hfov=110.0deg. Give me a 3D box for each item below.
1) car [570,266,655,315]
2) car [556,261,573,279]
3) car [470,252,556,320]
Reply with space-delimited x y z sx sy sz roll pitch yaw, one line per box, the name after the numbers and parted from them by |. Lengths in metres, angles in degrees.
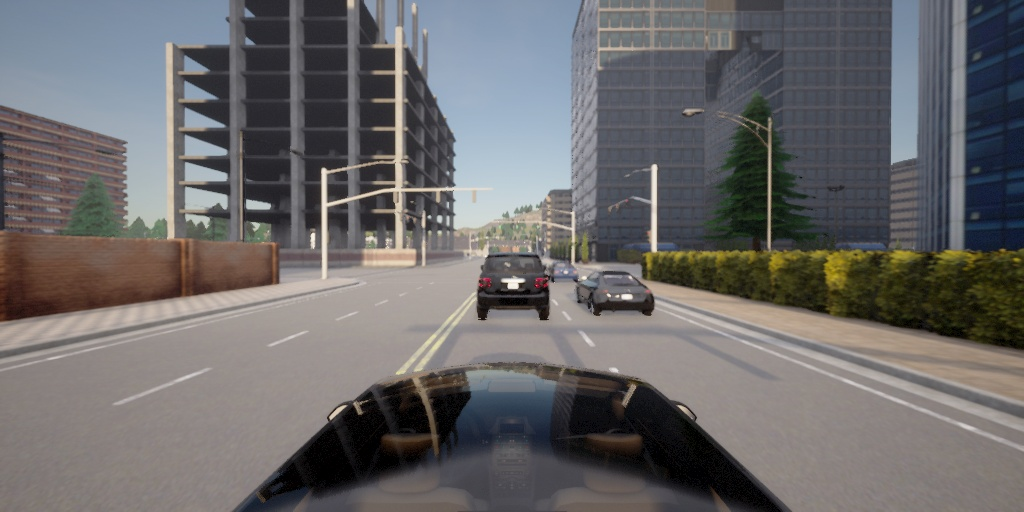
3.558 1.209 13.046 1.994 1.385 4.181 0 1 0 | car
3.543 1.073 25.910 2.033 1.411 5.357 0 1 0 | car
0.052 0.873 12.358 2.150 2.045 5.566 0 1 0 | car
